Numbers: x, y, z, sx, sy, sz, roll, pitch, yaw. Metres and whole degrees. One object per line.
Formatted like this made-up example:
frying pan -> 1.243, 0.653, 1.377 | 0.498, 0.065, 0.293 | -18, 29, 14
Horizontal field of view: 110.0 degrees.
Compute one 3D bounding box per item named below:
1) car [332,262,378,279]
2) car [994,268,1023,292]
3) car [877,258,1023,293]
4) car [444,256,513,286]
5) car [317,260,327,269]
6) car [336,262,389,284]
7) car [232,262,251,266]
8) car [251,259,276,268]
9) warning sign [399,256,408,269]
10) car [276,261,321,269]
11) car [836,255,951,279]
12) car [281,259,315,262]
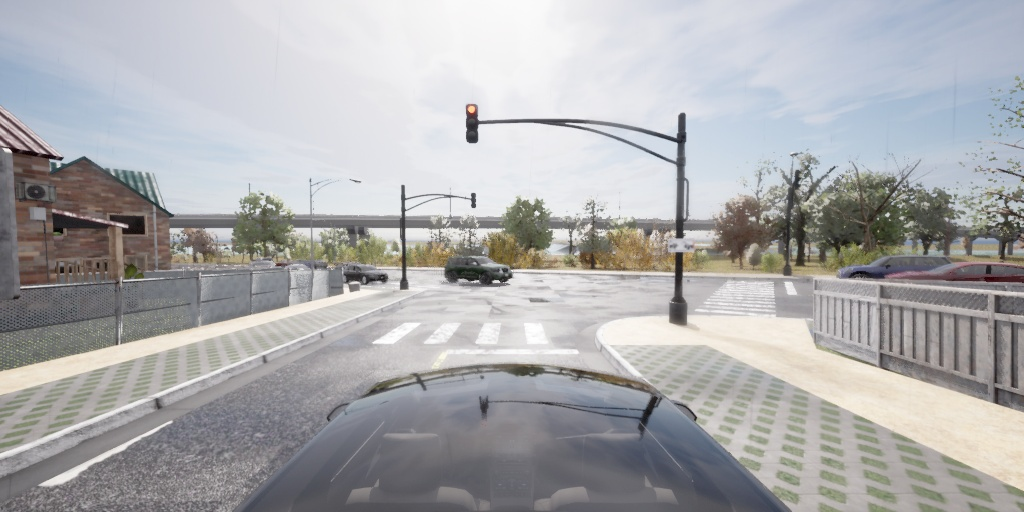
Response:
car -> -15.949, 1.388, 36.340 | 4.902, 1.511, 2.128 | 0, 2, 36
car -> 19.013, 1.207, 10.904 | 4.718, 1.301, 1.895 | -1, 2, 36
car -> 19.184, 0.981, 15.037 | 5.008, 1.535, 1.882 | 0, 2, 36
car -> -2.623, 1.009, 26.632 | 5.566, 2.045, 2.150 | -1, 2, 36
car -> -30.156, 1.317, 54.832 | 4.902, 1.511, 2.128 | -1, 2, 36
car -> -12.199, 1.466, 29.595 | 4.892, 1.490, 1.837 | 0, 2, 36
car -> -37.087, 1.773, 47.784 | 4.718, 1.301, 1.895 | -1, 2, 37
car -> -35.107, 1.566, 50.355 | 4.892, 1.490, 1.837 | -1, 1, 37
warning sign -> -14.236, 0.719, 46.795 | 1.060, 1.860, 1.300 | 0, 0, 36
car -> -21.854, 1.566, 36.624 | 4.674, 1.442, 1.812 | -1, 2, 36
car -> 19.830, 0.755, 18.579 | 4.553, 1.767, 2.097 | 0, 2, 36
car -> -30.307, 1.270, 51.047 | 4.553, 1.767, 2.097 | 0, 2, 36
